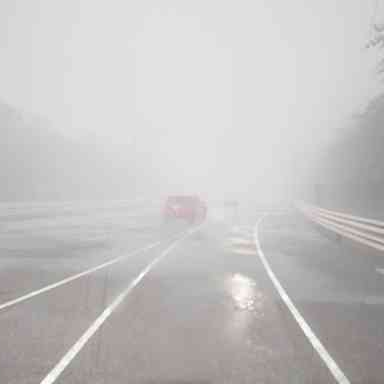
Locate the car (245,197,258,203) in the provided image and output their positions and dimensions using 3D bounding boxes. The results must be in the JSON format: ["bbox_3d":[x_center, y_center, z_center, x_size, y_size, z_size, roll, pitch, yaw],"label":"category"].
[{"bbox_3d":[13.103,1.830,74.849,1.812,1.442,4.674,0,-1,15],"label":"car"}]

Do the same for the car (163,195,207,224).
[{"bbox_3d":[-0.416,1.240,25.261,2.150,2.045,5.566,0,0,15],"label":"car"}]

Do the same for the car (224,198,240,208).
[{"bbox_3d":[5.927,1.567,48.663,1.882,1.535,5.008,0,0,15],"label":"car"}]
